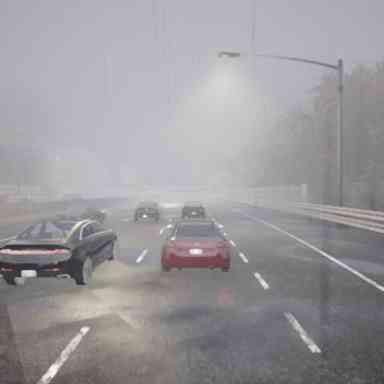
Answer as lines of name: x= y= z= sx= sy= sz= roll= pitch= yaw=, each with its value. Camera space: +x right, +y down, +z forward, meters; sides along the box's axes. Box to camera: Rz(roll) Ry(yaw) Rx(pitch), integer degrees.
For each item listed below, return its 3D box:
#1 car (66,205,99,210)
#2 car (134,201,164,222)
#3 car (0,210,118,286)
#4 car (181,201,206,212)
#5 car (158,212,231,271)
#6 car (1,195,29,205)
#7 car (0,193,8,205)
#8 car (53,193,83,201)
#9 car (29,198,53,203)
car: x=-6.888 y=1.534 z=21.039 sx=2.033 sy=1.411 sz=5.357 roll=0 pitch=0 yaw=0
car: x=-3.382 y=1.490 z=26.328 sx=1.837 sy=1.490 sz=4.892 roll=0 pitch=0 yaw=0
car: x=-3.394 y=1.484 z=9.343 sx=2.128 sy=1.511 sz=4.902 roll=0 pitch=0 yaw=0
car: x=0.120 y=1.462 z=27.860 sx=1.882 sy=1.535 sz=5.008 roll=0 pitch=0 yaw=0
car: x=0.107 y=1.555 z=10.860 sx=1.994 sy=1.385 sz=4.181 roll=0 pitch=0 yaw=0
car: x=-24.530 y=1.497 z=47.347 sx=1.837 sy=1.490 sz=4.892 roll=0 pitch=0 yaw=0
car: x=-28.028 y=1.212 z=47.085 sx=2.150 sy=2.045 sz=5.566 roll=0 pitch=0 yaw=1
car: x=-17.532 y=1.214 z=48.056 sx=2.150 sy=2.045 sz=5.566 roll=0 pitch=0 yaw=0
car: x=-21.032 y=1.555 z=47.875 sx=1.994 sy=1.385 sz=4.181 roll=0 pitch=0 yaw=0
